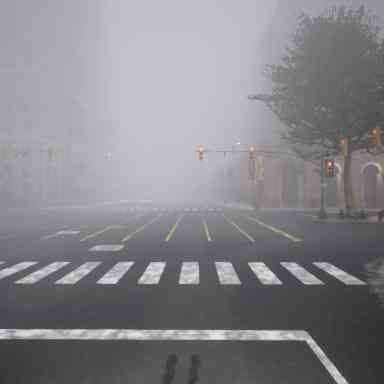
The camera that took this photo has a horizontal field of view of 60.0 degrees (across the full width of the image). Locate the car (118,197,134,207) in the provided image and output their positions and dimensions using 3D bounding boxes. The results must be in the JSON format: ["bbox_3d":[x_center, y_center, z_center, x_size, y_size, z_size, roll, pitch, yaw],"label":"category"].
[{"bbox_3d":[-10.225,1.526,51.906,1.812,1.442,4.674,0,0,1],"label":"car"}]

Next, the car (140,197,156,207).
[{"bbox_3d":[-6.729,1.526,51.593,1.812,1.442,4.674,0,0,1],"label":"car"}]
